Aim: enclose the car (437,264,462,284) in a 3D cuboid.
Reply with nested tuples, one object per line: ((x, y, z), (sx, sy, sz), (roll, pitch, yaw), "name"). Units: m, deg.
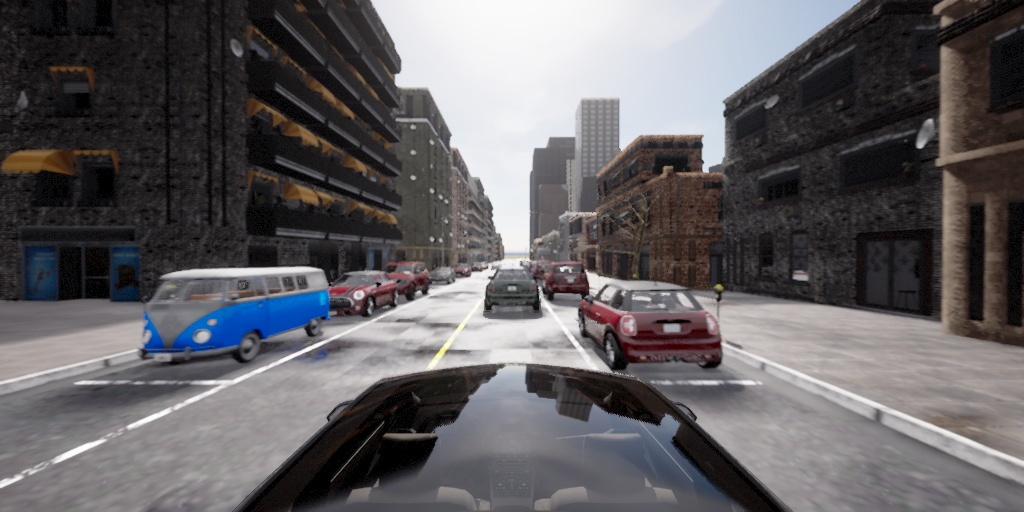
((-5.681, 1.571, 29.571), (2.007, 1.370, 4.403), (0, 0, 0), "car")

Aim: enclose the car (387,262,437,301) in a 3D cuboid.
((-5.685, 1.231, 18.757), (2.192, 1.841, 5.009), (0, 0, 0), "car")

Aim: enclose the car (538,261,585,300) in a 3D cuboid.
((2.696, 1.230, 18.747), (2.192, 1.841, 5.009), (0, 0, 0), "car")

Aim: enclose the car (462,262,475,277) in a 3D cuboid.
((-5.677, 1.565, 40.384), (1.967, 1.591, 4.097), (0, 0, 0), "car")

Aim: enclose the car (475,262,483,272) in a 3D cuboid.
((-5.672, 1.720, 56.605), (1.967, 1.591, 4.097), (0, 0, 0), "car")

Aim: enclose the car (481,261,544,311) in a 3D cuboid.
((0.023, 1.233, 15.254), (2.097, 1.767, 4.553), (0, -1, 0), "car")

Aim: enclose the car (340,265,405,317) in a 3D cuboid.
((-5.686, 1.303, 13.350), (1.967, 1.591, 4.097), (0, 0, 0), "car")

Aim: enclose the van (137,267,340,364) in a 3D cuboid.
((-5.689, 1.152, 7.943), (1.690, 1.789, 3.998), (0, 0, 0), "van")

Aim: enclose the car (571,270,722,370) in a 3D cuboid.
((2.692, 1.250, 7.932), (1.967, 1.591, 4.097), (0, 0, 0), "car")
